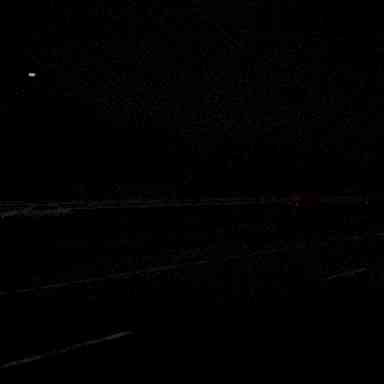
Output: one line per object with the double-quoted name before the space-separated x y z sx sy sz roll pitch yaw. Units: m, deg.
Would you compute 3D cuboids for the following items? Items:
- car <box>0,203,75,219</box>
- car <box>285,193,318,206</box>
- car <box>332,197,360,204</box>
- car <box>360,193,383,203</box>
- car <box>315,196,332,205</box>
"car" -10.365 1.506 22.390 4.674 1.442 1.812 0 0 -35
"car" 14.924 1.122 44.719 5.566 2.045 2.150 0 0 -35
"car" 19.048 1.378 39.063 5.008 1.535 1.882 0 0 -35
"car" 21.038 1.122 36.187 5.566 2.045 2.150 0 0 -35
"car" 18.319 1.464 42.837 4.181 1.385 1.994 0 0 -35
